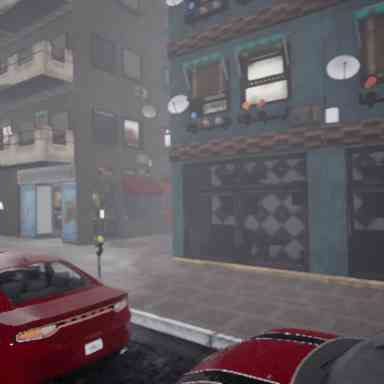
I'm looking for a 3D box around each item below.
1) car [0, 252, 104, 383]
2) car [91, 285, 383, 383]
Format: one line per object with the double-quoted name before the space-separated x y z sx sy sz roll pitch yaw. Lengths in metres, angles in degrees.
"car" -2.892 1.575 4.954 4.507 1.381 1.887 0 -1 36
"car" 1.605 1.438 1.749 4.097 1.590 1.967 0 -1 36
